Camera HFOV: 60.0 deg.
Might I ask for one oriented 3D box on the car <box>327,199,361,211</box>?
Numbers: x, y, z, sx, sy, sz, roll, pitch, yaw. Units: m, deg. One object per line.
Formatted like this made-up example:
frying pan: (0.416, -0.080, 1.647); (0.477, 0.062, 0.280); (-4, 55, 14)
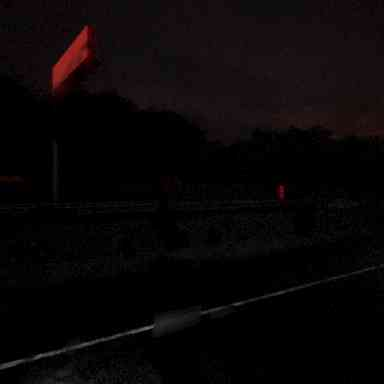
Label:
car: (17.314, 1.573, 37.718); (4.674, 1.442, 1.812); (1, 0, -35)

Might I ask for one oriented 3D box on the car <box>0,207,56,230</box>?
car: (-7.628, 1.477, 11.450); (5.008, 1.535, 1.882); (0, 0, -35)

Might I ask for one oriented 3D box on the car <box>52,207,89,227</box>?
car: (-7.450, 1.504, 15.875); (4.892, 1.490, 1.837); (0, 0, -35)
